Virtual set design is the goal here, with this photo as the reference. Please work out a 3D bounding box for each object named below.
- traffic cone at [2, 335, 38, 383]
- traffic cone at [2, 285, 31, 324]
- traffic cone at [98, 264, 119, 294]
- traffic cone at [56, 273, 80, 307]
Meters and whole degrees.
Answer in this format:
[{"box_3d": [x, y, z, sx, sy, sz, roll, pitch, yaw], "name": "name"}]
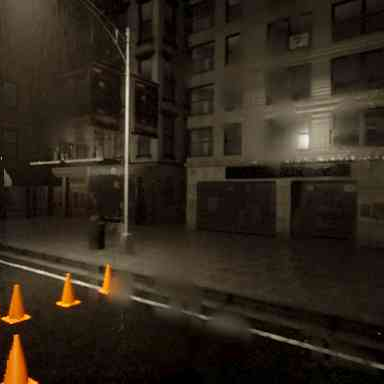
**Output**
[{"box_3d": [-1.988, 1.920, 3.774, 0.340, 0.580, 0.340, 1, 0, 36], "name": "traffic cone"}, {"box_3d": [-3.026, 1.901, 5.754, 0.340, 0.580, 0.340, 1, 0, 36], "name": "traffic cone"}, {"box_3d": [-1.857, 1.904, 7.377, 0.340, 0.580, 0.340, 1, 0, 36], "name": "traffic cone"}, {"box_3d": [-2.442, 1.903, 6.566, 0.340, 0.580, 0.340, 1, 0, 36], "name": "traffic cone"}]
